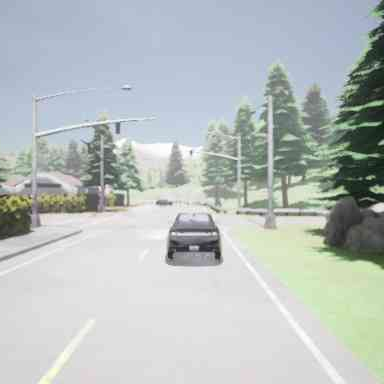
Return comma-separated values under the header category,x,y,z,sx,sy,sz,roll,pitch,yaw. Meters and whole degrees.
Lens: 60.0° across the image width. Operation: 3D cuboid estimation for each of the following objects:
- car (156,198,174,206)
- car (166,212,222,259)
category,x,y,z,sx,sy,sz,roll,pitch,yaw
car,-4.554,1.704,55.371,1.895,1.301,4.718,0,0,-20
car,0.078,1.515,12.622,2.128,1.511,4.902,0,0,0
